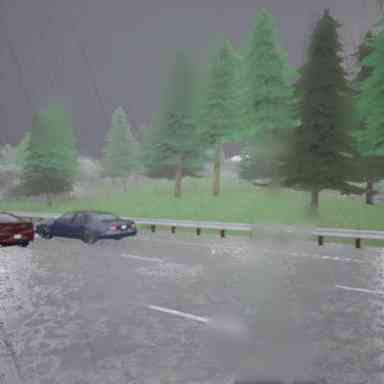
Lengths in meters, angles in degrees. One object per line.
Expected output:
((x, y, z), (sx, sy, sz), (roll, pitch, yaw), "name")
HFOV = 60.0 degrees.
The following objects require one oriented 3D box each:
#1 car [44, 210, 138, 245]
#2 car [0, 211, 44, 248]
((-5.053, 1.560, 15.578), (5.357, 1.411, 2.033), (0, 0, 32), "car")
((-8.564, 1.502, 13.592), (5.008, 1.535, 1.882), (0, 0, 31), "car")
